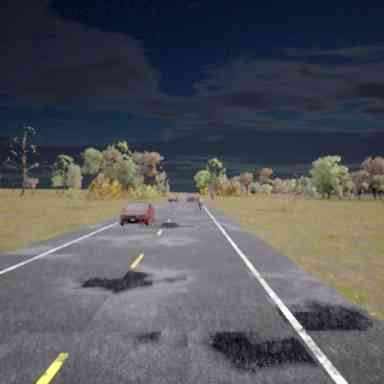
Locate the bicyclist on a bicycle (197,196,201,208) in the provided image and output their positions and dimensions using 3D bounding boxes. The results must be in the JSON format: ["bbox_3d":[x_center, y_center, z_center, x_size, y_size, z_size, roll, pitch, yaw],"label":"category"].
[{"bbox_3d":[0.960,1.320,45.435,0.582,1.620,1.656,0,0,0],"label":"bicyclist on a bicycle"}]

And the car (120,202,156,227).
[{"bbox_3d":[-3.600,1.413,22.706,1.882,1.535,5.008,0,0,0],"label":"car"}]

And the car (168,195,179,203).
[{"bbox_3d":[-3.527,1.290,63.596,1.882,1.535,5.008,0,0,0],"label":"car"}]

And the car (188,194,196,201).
[{"bbox_3d":[-0.005,1.283,80.451,2.033,1.411,5.357,0,0,0],"label":"car"}]

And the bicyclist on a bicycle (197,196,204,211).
[{"bbox_3d":[0.965,1.330,36.510,0.866,1.612,1.509,0,0,0],"label":"bicyclist on a bicycle"}]

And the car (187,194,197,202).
[{"bbox_3d":[-0.005,1.316,70.115,1.812,1.442,4.674,0,0,0],"label":"car"}]
